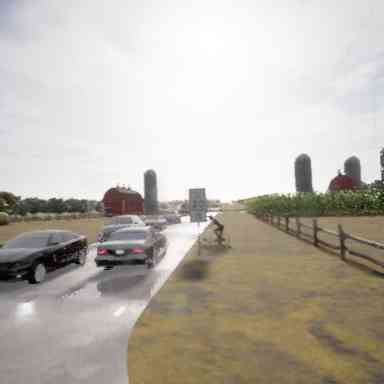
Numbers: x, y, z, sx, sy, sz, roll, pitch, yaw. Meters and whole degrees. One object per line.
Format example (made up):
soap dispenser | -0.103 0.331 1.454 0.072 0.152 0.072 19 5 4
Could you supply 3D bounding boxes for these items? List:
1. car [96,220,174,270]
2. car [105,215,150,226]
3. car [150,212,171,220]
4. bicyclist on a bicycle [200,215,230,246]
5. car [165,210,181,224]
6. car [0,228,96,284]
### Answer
car | -2.168 2.085 13.231 2.033 1.411 5.357 -3 -2 4
car | -4.463 2.330 21.646 2.097 1.767 4.553 -3 -2 5
car | -3.580 2.886 31.147 1.994 1.385 4.181 -3 -2 5
bicyclist on a bicycle | 1.181 2.064 17.666 1.656 1.620 0.582 -1 -2 5
car | -2.653 3.032 40.919 2.097 1.767 4.553 -3 -2 5
car | -5.358 2.093 11.687 1.882 1.535 5.008 -3 -3 5
